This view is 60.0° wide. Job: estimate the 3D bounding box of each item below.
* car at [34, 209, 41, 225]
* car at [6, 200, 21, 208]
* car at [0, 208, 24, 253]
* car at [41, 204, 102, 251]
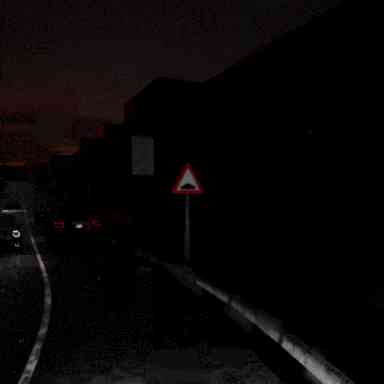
[{"bbox_3d":[-14.656,2.381,33.287,2.128,1.511,4.902,-1,0,-27],"label":"car"},{"bbox_3d":[-27.967,2.045,52.127,1.994,1.385,4.181,-1,2,-27],"label":"car"},{"bbox_3d":[-8.962,1.821,15.314,2.097,1.767,4.553,-1,-1,-27],"label":"car"},{"bbox_3d":[-6.079,1.647,16.689,2.150,2.045,5.566,-1,-1,-27],"label":"car"}]
